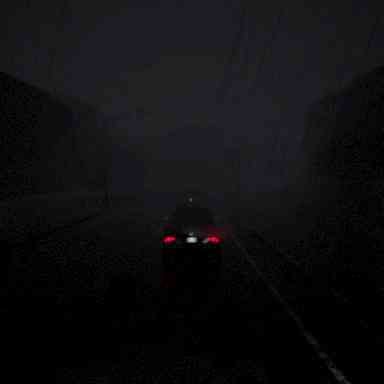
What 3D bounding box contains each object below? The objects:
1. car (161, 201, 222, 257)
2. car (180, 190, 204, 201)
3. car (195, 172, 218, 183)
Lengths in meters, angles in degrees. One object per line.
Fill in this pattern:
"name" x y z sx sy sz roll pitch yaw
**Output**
"car" 0.009 1.272 11.619 2.033 1.411 5.357 0 2 0
"car" 0.015 0.517 27.492 1.994 1.385 4.181 0 4 1
"car" 3.032 -3.000 66.746 2.150 2.045 5.566 5 7 42
